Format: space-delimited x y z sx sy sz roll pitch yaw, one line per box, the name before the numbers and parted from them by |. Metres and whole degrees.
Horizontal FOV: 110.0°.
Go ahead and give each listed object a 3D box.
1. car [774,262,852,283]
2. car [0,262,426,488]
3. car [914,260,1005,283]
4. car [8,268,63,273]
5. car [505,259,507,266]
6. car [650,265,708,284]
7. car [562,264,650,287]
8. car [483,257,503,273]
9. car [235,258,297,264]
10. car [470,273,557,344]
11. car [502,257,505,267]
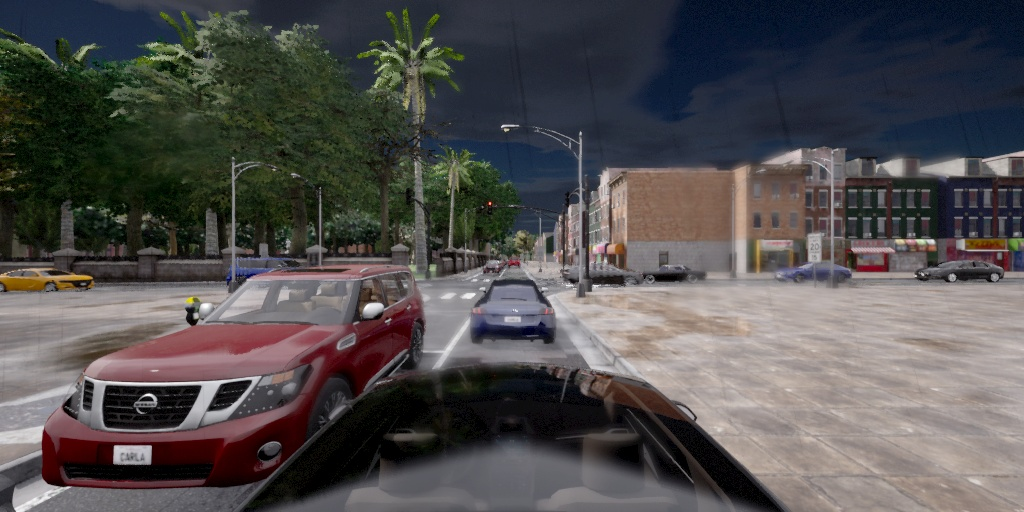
car | 21.146 1.139 25.252 4.674 1.442 1.812 0 0 0
car | -2.622 1.065 5.006 2.192 1.841 5.009 0 0 0
car | 31.323 1.067 25.197 4.892 1.490 1.837 0 0 0
car | -29.433 1.523 22.538 5.008 1.535 1.882 -1 0 0
car | -2.302 1.485 60.217 1.802 1.307 4.207 0 0 0
car | 10.982 1.279 25.309 4.718 1.301 1.895 0 0 1
car | 5.625 1.216 22.375 4.902 1.511 2.128 -1 0 0
car | -2.401 1.268 43.152 1.967 1.591 4.097 0 0 0
car | -14.620 1.117 22.463 5.566 2.045 2.150 0 0 0
car | 0.042 1.316 9.622 1.994 1.385 4.181 0 0 0
car | -2.367 1.291 48.840 1.967 1.591 4.097 0 0 0
